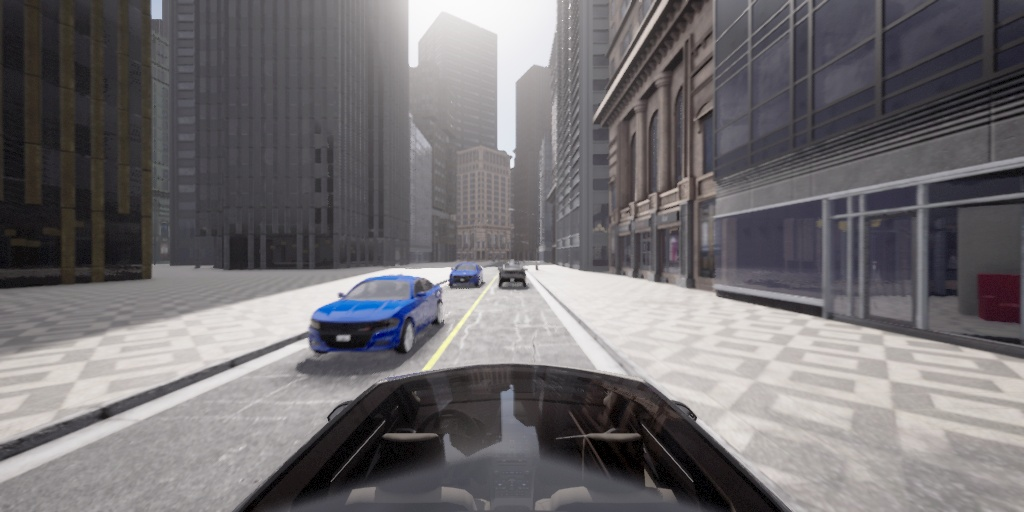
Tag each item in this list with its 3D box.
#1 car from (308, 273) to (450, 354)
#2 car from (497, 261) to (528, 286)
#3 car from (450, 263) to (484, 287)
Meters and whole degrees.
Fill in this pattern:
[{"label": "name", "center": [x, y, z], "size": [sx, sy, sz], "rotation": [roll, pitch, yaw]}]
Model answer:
[{"label": "car", "center": [-3.022, 1.221, 8.968], "size": [1.882, 1.535, 5.008], "rotation": [0, 0, 0]}, {"label": "car", "center": [0.044, 1.237, 24.757], "size": [1.837, 1.490, 4.892], "rotation": [0, 0, 1]}, {"label": "car", "center": [-3.025, 1.210, 24.444], "size": [1.882, 1.535, 5.008], "rotation": [0, 0, 0]}]
